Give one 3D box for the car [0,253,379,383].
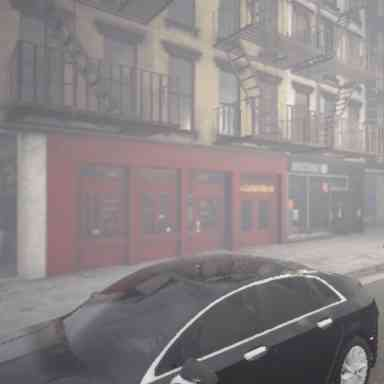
[{"bbox_3d":[0.052,1.505,3.416,4.892,1.490,1.837,0,0,-36],"label":"car"}]
